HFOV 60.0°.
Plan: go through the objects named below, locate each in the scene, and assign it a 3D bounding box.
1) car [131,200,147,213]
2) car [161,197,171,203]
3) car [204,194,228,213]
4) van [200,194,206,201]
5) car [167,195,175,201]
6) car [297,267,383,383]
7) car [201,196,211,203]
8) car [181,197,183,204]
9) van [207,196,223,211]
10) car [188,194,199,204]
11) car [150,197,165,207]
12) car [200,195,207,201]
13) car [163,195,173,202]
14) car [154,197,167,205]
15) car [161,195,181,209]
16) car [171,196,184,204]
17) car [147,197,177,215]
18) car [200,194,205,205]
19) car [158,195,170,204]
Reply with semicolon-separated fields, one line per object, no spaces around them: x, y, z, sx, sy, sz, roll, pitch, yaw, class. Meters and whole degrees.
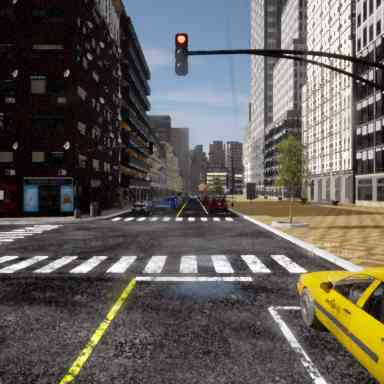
-5.546;1.563;36.441;2.008;1.369;4.403;0;0;0;car
-5.412;1.639;69.601;1.802;1.307;4.206;0;0;0;car
2.832;1.327;36.408;2.192;1.841;5.009;0;0;0;car
3.057;1.441;91.672;1.690;1.788;3.998;0;0;0;van
-5.345;1.613;86.011;1.752;1.417;4.829;0;0;0;car
2.702;1.525;4.165;1.752;1.417;4.829;0;0;0;car
2.968;1.602;69.567;1.887;1.381;4.507;0;0;0;car
-2.851;1.536;53.765;1.837;1.490;4.892;0;0;1;car
2.855;1.358;41.933;1.690;1.788;3.998;0;0;0;van
0.266;1.615;65.611;1.994;1.385;4.181;0;0;0;car
-5.479;1.581;53.021;2.008;1.369;4.403;0;0;0;car
3.036;1.613;86.316;1.752;1.417;4.829;0;0;0;car
-5.390;1.507;75.128;1.967;1.590;4.097;0;0;0;car
-5.457;1.584;58.547;1.887;1.381;4.507;0;0;0;car
-2.910;1.497;43.953;1.882;1.535;5.008;0;0;0;car
-2.741;1.539;64.010;2.128;1.511;4.902;0;0;0;car
-2.960;1.558;34.133;2.033;1.411;5.357;0;0;0;car
2.922;1.354;58.513;2.192;1.841;5.009;0;0;0;car
-5.435;1.488;64.074;1.967;1.590;4.097;0;0;0;car
